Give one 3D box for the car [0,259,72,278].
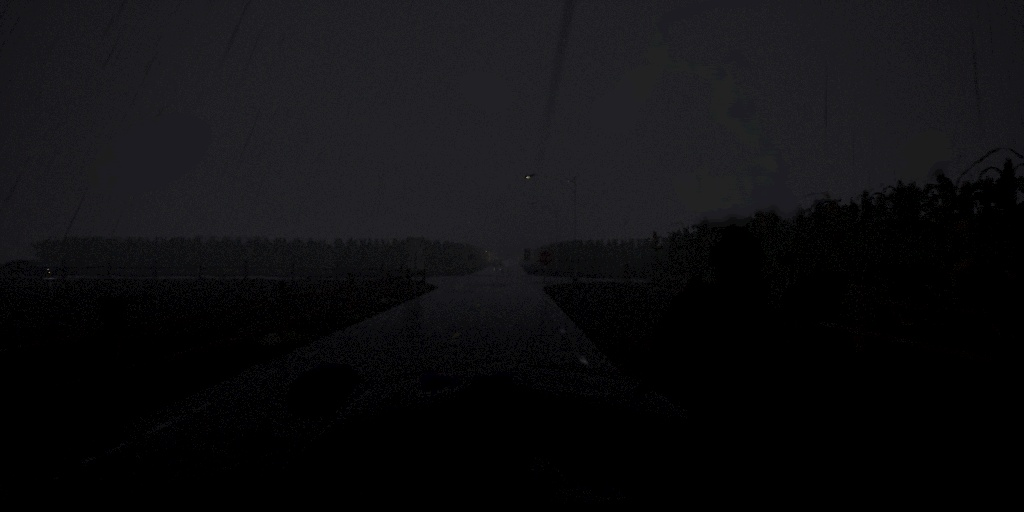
[{"bbox_3d":[-41.272,1.062,31.065,4.892,1.490,1.837,0,-1,1],"label":"car"}]
